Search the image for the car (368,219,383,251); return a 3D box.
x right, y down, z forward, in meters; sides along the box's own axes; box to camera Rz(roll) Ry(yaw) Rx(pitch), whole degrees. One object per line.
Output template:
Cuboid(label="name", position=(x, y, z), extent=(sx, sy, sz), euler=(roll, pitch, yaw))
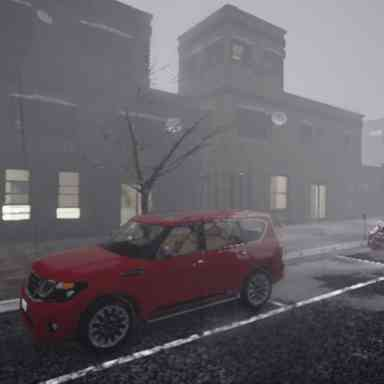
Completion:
Cuboid(label="car", position=(8.431, 1.415, 12.557), extent=(4.097, 1.590, 1.967), euler=(0, 1, -35))

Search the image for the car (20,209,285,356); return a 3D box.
Cuboid(label="car", position=(-0.371, 1.310, 6.273), extent=(5.009, 1.841, 2.192), euler=(0, 1, -35))
